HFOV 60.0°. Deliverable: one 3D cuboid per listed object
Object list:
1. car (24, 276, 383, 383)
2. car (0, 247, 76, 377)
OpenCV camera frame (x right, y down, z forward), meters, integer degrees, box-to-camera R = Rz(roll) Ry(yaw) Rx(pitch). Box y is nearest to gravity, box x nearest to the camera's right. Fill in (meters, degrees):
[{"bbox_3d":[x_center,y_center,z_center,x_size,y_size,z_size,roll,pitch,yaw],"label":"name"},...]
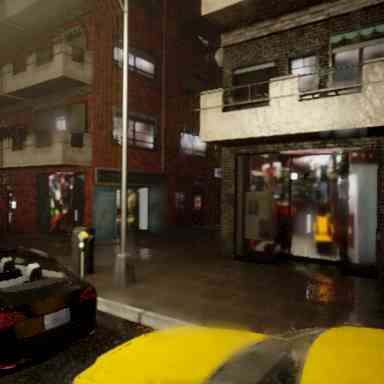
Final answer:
[{"bbox_3d":[1.115,1.525,2.066,4.829,1.417,1.752,0,1,36],"label":"car"},{"bbox_3d":[-3.307,1.556,5.221,4.313,1.339,1.947,0,1,36],"label":"car"}]
